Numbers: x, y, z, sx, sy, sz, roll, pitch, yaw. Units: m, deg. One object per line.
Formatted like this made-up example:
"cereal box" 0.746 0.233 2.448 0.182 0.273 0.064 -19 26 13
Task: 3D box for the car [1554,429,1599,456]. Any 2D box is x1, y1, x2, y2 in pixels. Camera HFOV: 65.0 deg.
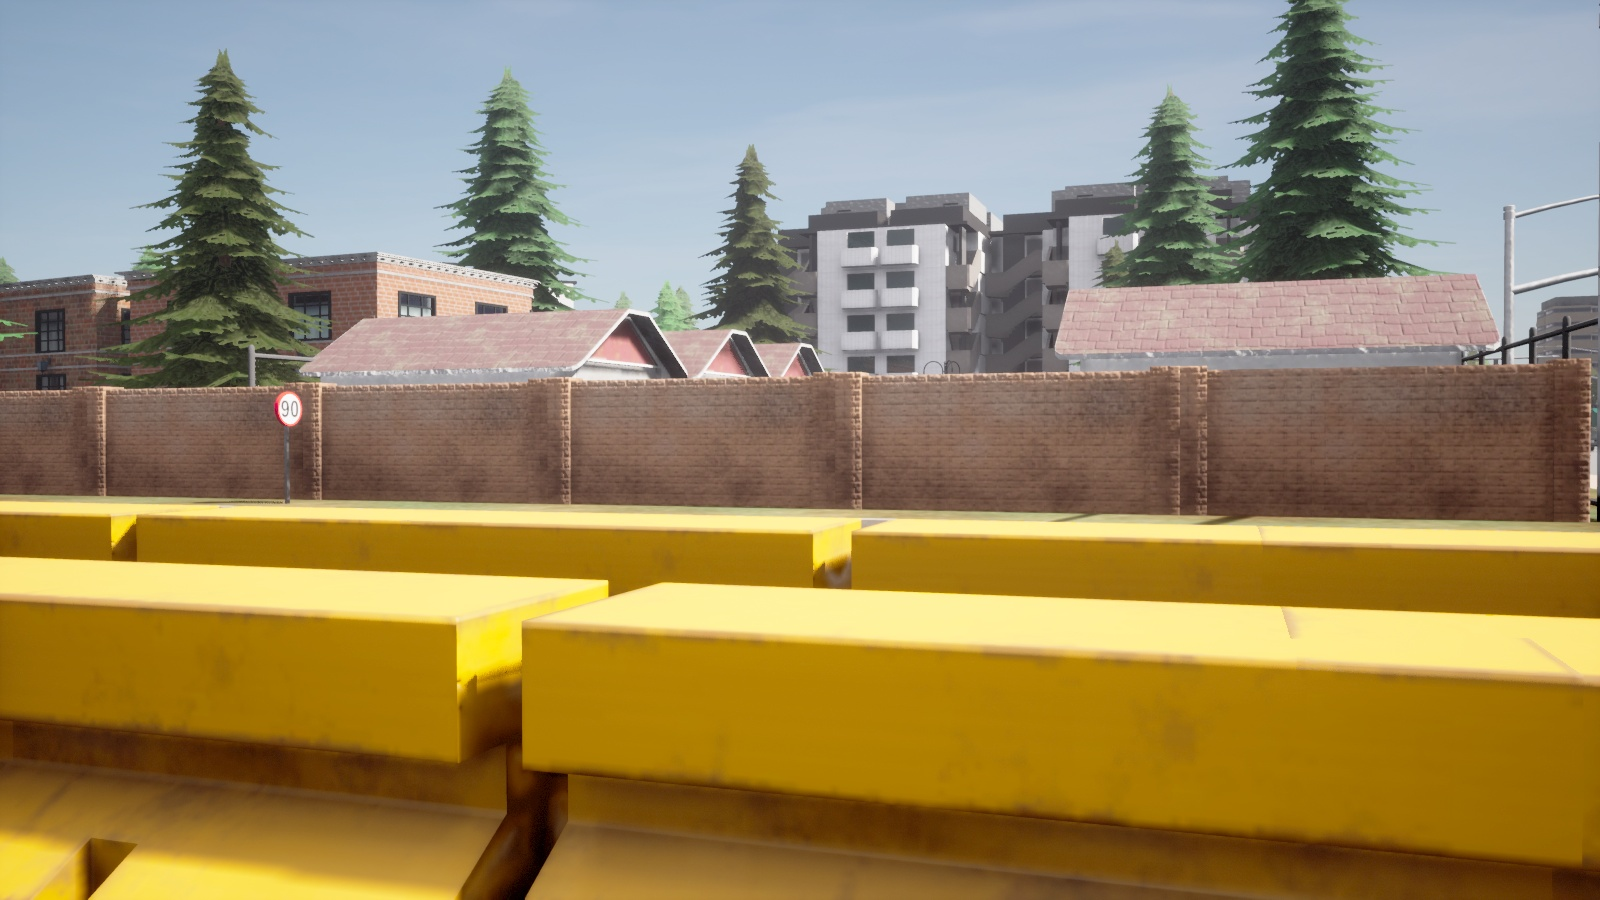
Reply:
"car" 50.152 -0.497 80.589 2.152 1.651 5.027 1 1 20
